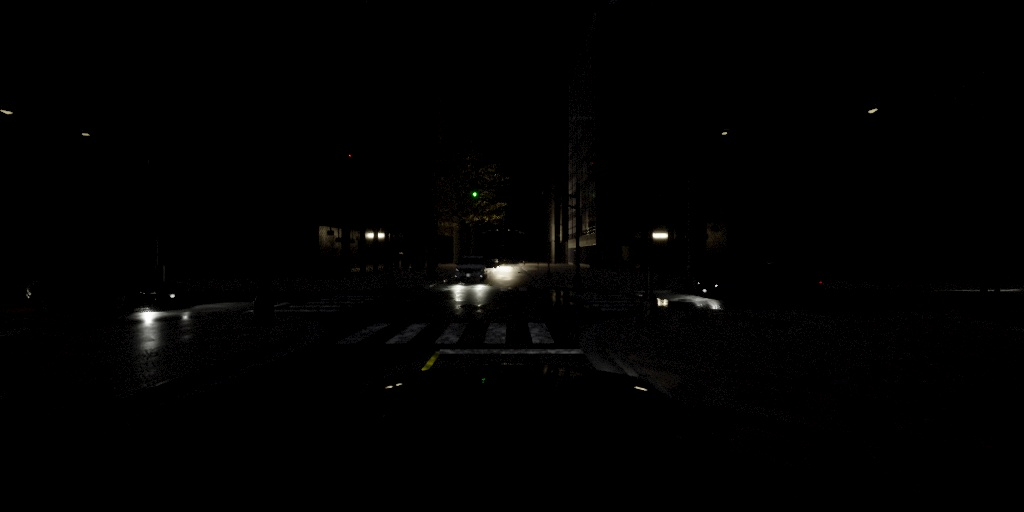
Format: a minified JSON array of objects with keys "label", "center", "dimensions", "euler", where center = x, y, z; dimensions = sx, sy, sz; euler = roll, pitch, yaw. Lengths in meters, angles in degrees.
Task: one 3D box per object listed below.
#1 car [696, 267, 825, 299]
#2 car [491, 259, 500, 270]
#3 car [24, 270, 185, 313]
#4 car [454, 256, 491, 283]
[{"label":"car","center":[11.786,1.246,17.149],"dimensions":[5.357,1.411,2.033],"euler":[0,0,-3]},{"label":"car","center":[-3.275,1.317,53.512],"dimensions":[1.994,1.385,4.181],"euler":[0,0,0]},{"label":"car","center":[-15.513,1.296,13.803],"dimensions":[4.892,1.490,1.837],"euler":[0,0,0]},{"label":"car","center":[-3.142,1.003,28.357],"dimensions":[2.150,2.045,5.566],"euler":[0,0,0]}]
